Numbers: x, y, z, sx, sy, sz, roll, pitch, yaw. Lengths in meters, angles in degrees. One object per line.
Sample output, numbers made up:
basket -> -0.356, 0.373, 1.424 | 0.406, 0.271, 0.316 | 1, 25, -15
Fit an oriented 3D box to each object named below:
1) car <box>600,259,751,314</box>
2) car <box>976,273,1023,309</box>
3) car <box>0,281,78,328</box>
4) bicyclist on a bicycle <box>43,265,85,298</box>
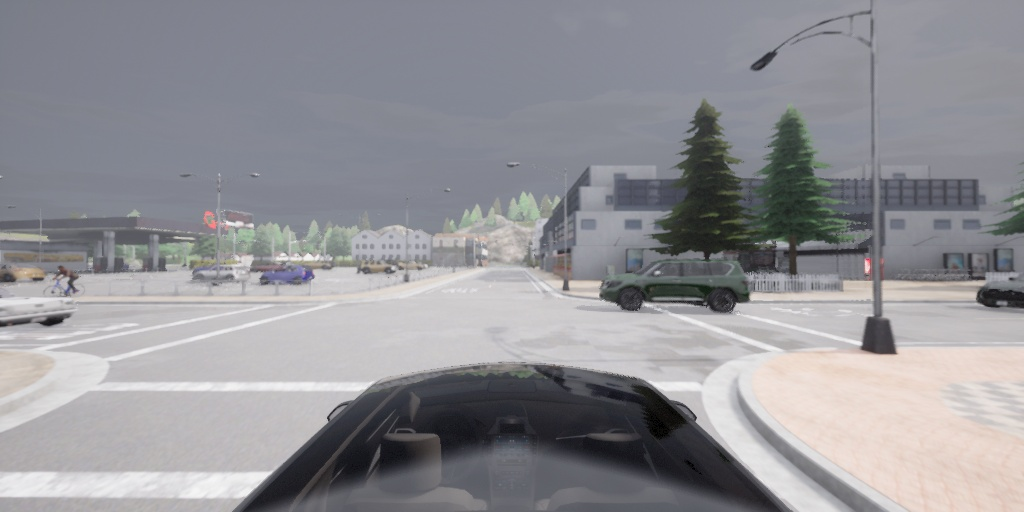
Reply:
car -> 6.420, 1.141, 14.491 | 5.566, 2.045, 2.150 | 0, 0, 7
car -> 21.398, 1.262, 14.047 | 4.553, 1.767, 2.097 | 0, -1, 0
car -> -15.504, 1.481, 10.083 | 4.718, 1.301, 1.895 | 0, -1, 0
bicyclist on a bicycle -> -21.848, 1.278, 17.523 | 0.582, 1.620, 1.656 | 0, 0, 0
